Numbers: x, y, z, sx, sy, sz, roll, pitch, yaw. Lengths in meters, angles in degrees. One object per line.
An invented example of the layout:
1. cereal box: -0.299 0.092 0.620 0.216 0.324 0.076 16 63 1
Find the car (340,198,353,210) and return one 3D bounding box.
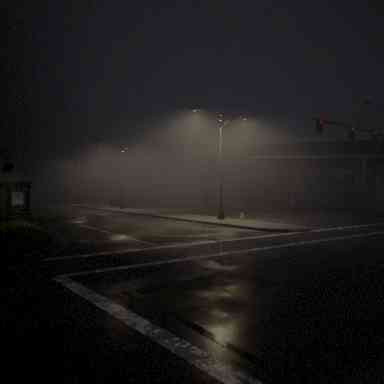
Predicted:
1. car: 18.112 1.456 42.034 1.970 1.475 3.806 0 0 -35

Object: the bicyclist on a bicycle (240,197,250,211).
1. bicyclist on a bicycle: 6.271 1.430 39.743 1.656 1.620 0.582 -6 -7 -37

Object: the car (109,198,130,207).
1. car: -11.145 1.564 50.702 1.994 1.385 4.181 0 0 -35

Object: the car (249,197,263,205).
1. car: 12.005 1.564 61.129 1.994 1.385 4.181 0 0 29

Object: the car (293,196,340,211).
1. car: 13.850 1.295 38.107 2.242 1.667 4.611 0 0 -35
